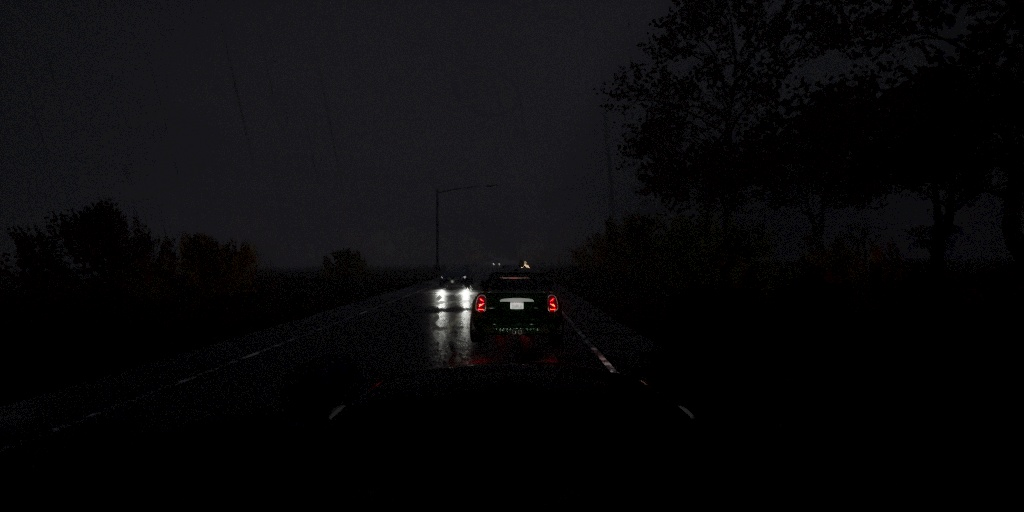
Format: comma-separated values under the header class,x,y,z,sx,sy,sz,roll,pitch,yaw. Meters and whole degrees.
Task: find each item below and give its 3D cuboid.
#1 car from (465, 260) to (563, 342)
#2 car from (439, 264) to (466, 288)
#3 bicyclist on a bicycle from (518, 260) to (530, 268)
class,x,y,z,sx,sy,sz,roll,pitch,yaw
car,0.107,1.099,9.913,2.097,1.767,4.553,0,0,0
car,-3.592,1.267,23.866,1.812,1.442,4.674,0,0,0
bicyclist on a bicycle,0.957,1.177,25.736,0.866,1.612,1.509,0,0,1
